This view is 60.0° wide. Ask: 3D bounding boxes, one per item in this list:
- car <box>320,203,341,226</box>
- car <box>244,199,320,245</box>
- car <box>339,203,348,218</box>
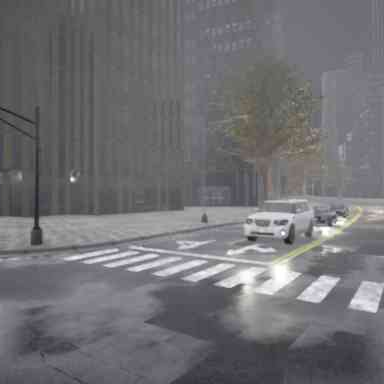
[{"bbox_3d":[9.912,1.814,25.686,1.994,1.385,4.181,0,-1,31],"label":"car"},{"bbox_3d":[4.678,1.399,17.210,2.150,2.045,5.566,0,-1,34],"label":"car"},{"bbox_3d":[15.165,1.875,34.661,2.033,1.411,5.357,0,-1,29],"label":"car"}]
